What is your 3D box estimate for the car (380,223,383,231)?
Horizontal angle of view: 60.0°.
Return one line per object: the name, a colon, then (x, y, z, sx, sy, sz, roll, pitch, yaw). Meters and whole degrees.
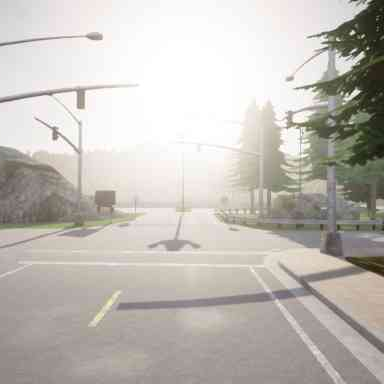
car: (15.035, 2.058, 21.108, 5.357, 1.411, 2.033, 0, -1, -2)
